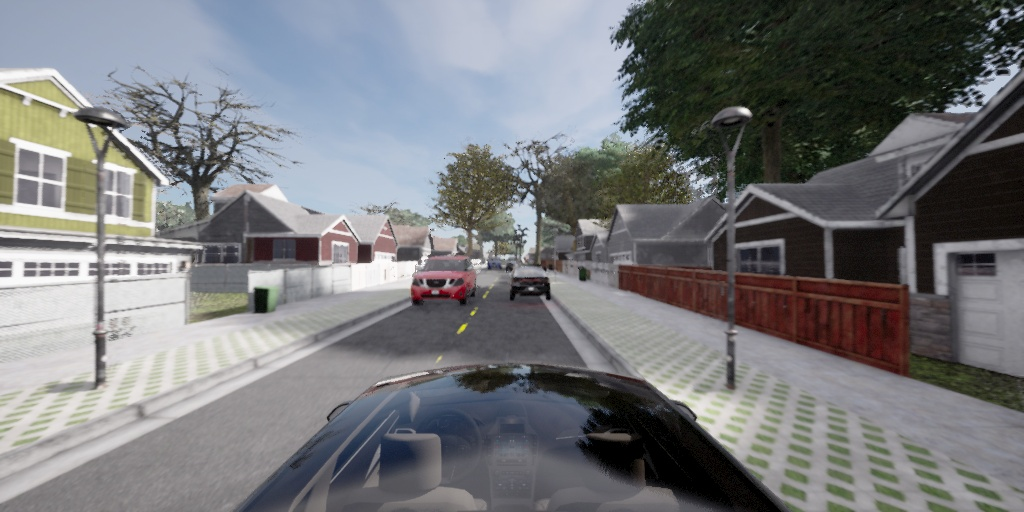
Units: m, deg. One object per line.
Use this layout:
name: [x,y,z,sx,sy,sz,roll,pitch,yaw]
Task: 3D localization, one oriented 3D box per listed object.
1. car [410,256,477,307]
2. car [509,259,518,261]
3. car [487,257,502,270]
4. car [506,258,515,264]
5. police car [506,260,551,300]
car: [-2.844,0.997,16.105,2.150,2.045,5.566,0,0,0]
car: [0.832,1.261,28.125,1.801,1.575,5.366,0,0,0]
car: [-2.775,1.171,58.538,2.150,2.045,5.566,0,0,1]
car: [0.017,1.400,53.773,1.882,1.535,5.008,0,0,0]
police car: [0.830,1.206,18.038,1.930,1.638,5.238,0,0,0]
